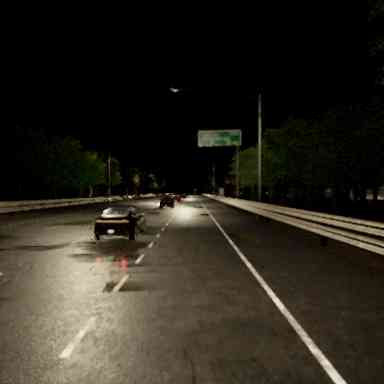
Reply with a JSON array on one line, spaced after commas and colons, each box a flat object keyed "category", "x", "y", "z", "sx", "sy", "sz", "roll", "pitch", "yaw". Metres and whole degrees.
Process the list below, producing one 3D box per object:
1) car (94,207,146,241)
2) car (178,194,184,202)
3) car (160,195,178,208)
[{"category": "car", "x": -3.493, "y": 1.492, "z": 16.743, "sx": 2.128, "sy": 1.511, "sz": 4.902, "roll": 0, "pitch": 0, "yaw": 0}, {"category": "car", "x": -3.325, "y": 1.480, "z": 71.659, "sx": 1.812, "sy": 1.442, "sz": 4.674, "roll": 0, "pitch": 0, "yaw": 0}, {"category": "car", "x": -3.412, "y": 1.485, "z": 46.461, "sx": 1.837, "sy": 1.490, "sz": 4.892, "roll": 0, "pitch": 0, "yaw": 0}]
